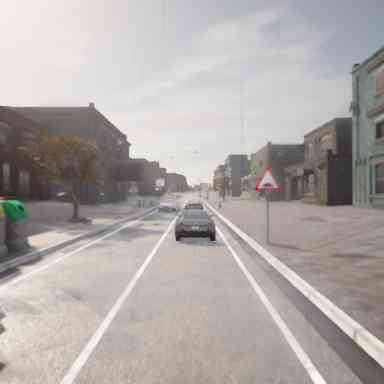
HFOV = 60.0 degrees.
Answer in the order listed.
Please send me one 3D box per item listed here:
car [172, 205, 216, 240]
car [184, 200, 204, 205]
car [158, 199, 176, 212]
[{"bbox_3d":[0.159,1.601,17.178,1.994,1.385,4.181,0,0,0],"label":"car"},{"bbox_3d":[0.220,1.558,34.661,2.128,1.511,4.902,0,0,0],"label":"car"},{"bbox_3d":[-2.943,1.594,40.480,1.812,1.442,4.674,0,0,0],"label":"car"}]
